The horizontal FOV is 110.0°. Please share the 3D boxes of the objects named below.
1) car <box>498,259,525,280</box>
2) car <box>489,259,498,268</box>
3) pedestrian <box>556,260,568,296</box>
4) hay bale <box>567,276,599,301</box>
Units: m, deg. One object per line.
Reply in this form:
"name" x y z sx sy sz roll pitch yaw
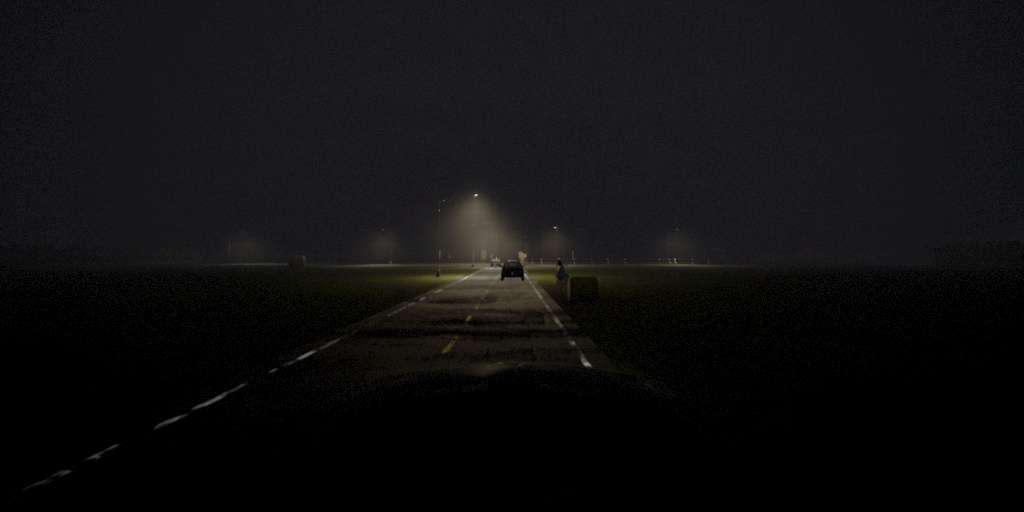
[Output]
"car" 0.057 1.191 30.265 1.882 1.535 5.008 0 0 1
"car" -2.746 1.207 61.468 2.128 1.511 4.902 0 0 0
"pedestrian" 2.422 1.022 17.076 0.375 1.860 0.375 -1 1 1
"hay bale" 3.126 1.386 15.960 1.220 1.180 1.240 0 0 0
